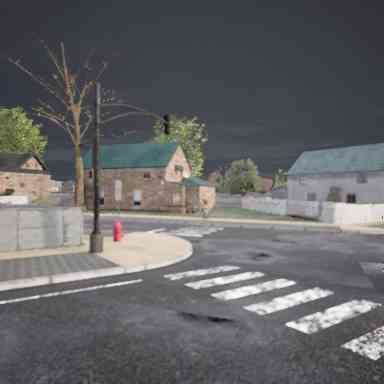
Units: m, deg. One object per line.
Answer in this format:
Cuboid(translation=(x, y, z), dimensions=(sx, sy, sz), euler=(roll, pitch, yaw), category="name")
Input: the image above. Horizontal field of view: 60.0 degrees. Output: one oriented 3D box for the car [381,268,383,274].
Cuboid(translation=(6.786, 1.726, 8.414), dimensions=(4.718, 1.301, 1.895), euler=(1, 0, -36), category="car")
